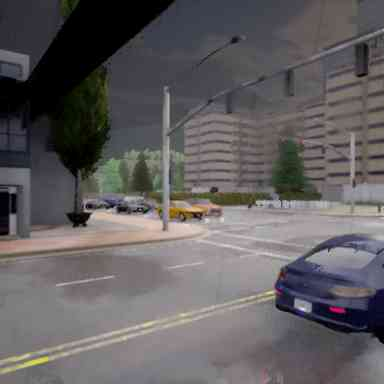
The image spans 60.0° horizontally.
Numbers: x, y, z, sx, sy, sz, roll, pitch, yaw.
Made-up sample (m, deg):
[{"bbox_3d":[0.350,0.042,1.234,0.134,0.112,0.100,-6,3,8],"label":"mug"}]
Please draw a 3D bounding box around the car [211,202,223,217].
[{"bbox_3d":[0.795,1.350,30.617,2.097,1.767,4.553,0,0,-36],"label":"car"}]

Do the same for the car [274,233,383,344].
[{"bbox_3d":[3.528,1.525,6.286,4.674,1.442,1.812,0,0,-35],"label":"car"}]

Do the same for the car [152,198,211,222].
[{"bbox_3d":[-0.975,1.476,27.091,1.882,1.535,5.008,0,0,-36],"label":"car"}]

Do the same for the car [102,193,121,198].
[{"bbox_3d":[-11.261,1.220,47.373,2.150,2.045,5.566,0,0,-36],"label":"car"}]

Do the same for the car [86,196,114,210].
[{"bbox_3d":[-11.966,1.562,42.363,1.994,1.385,4.181,0,0,-36],"label":"car"}]

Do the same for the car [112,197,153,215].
[{"bbox_3d":[-6.221,1.563,34.372,1.994,1.385,4.181,0,0,-36],"label":"car"}]
